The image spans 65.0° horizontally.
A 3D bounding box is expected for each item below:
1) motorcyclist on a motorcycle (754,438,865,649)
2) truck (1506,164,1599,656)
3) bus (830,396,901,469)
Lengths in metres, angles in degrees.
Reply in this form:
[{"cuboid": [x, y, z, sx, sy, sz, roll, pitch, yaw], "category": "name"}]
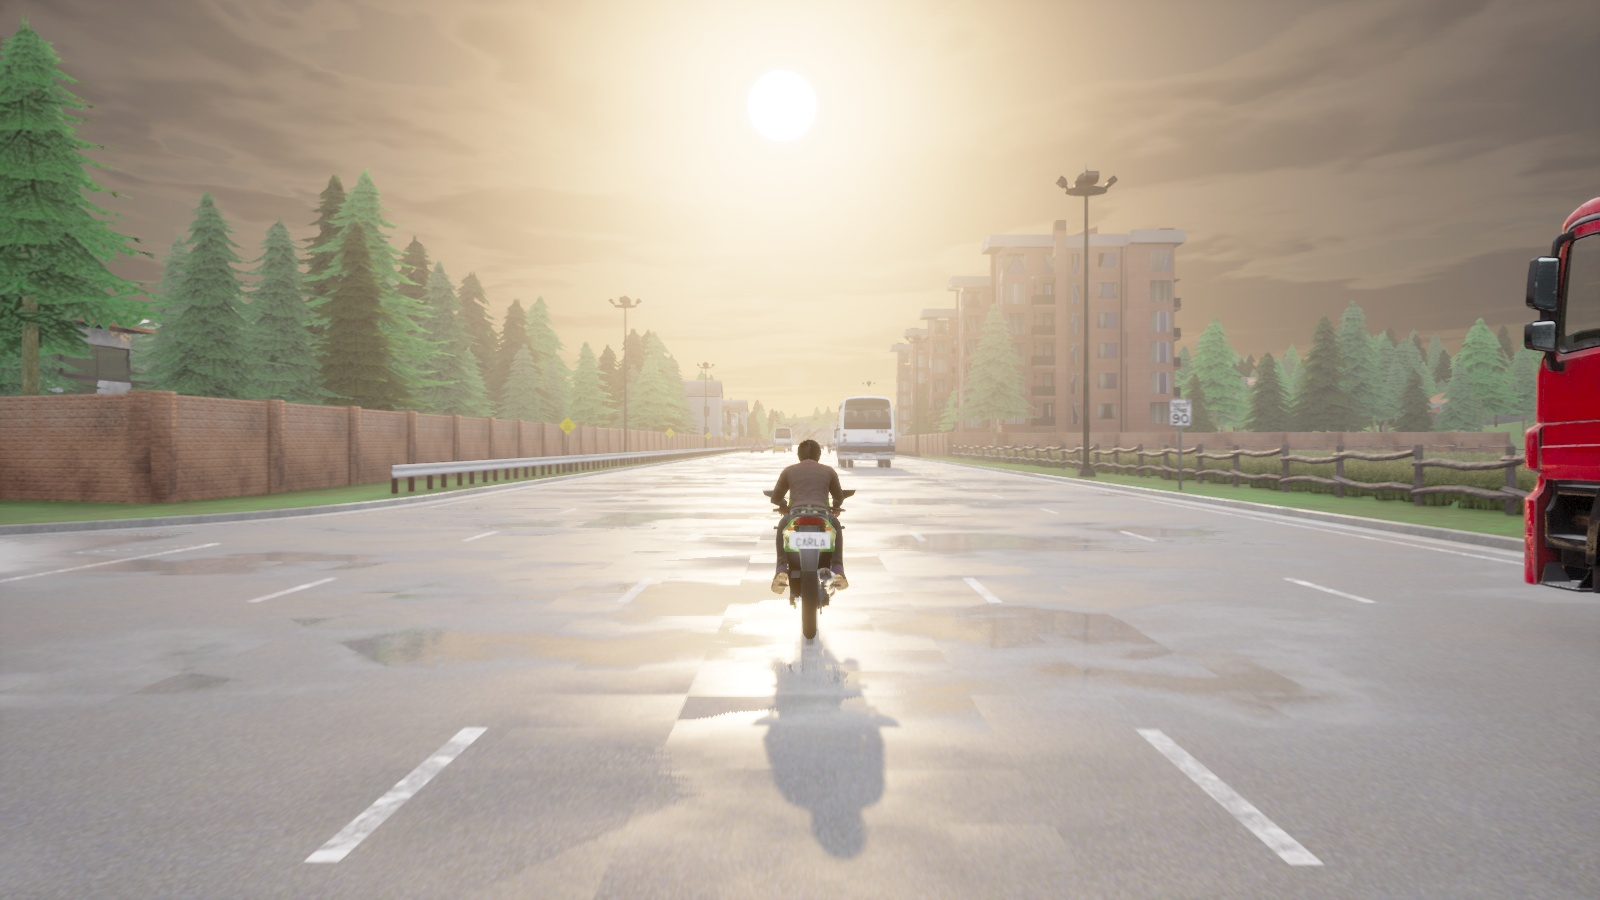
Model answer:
[{"cuboid": [0.073, 0.672, 10.084, 0.797, 1.523, 2.044, 0, 0, 0], "category": "motorcyclist on a motorcycle"}, {"cuboid": [7.050, -0.264, 6.021, 2.891, 3.462, 7.936, 0, 0, 0], "category": "truck"}, {"cuboid": [3.964, -1.071, 78.740, 3.944, 4.253, 10.273, 0, 0, 0], "category": "bus"}]
